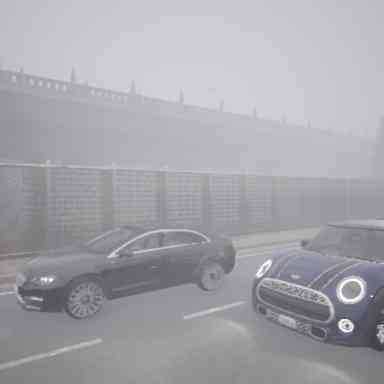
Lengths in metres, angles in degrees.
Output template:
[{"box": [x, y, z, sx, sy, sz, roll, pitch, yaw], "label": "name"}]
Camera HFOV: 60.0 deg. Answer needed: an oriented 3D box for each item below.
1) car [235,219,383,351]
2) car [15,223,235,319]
[{"box": [3.261, 1.346, 6.301, 4.553, 1.767, 2.097, 0, 0, -35], "label": "car"}, {"box": [-1.182, 1.489, 7.439, 4.902, 1.511, 2.128, 0, 0, -35], "label": "car"}]
